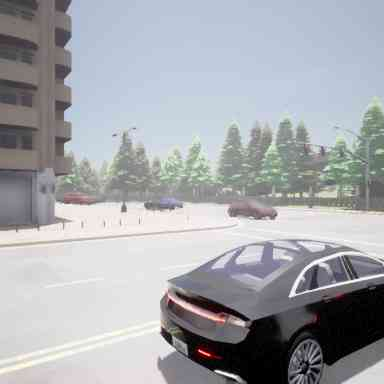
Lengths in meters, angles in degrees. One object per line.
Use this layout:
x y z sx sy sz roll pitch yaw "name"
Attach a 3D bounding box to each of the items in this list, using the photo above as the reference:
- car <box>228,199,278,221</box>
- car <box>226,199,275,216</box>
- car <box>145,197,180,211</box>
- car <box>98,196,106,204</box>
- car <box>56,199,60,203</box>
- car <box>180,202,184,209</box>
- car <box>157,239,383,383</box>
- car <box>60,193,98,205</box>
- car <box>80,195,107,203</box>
4.851 1.470 27.305 1.812 1.442 4.674 0 0 -35 "car"
5.580 1.450 32.387 1.837 1.490 4.892 0 0 -35 "car"
-3.786 1.545 39.692 1.895 1.301 4.718 0 0 -35 "car"
-18.338 1.422 59.482 5.008 1.535 1.882 0 0 29 "car"
-24.030 1.492 65.580 5.357 1.411 2.033 0 0 15 "car"
-2.923 1.470 44.456 1.812 1.442 4.674 0 0 -36 "car"
1.847 1.492 5.103 4.902 1.511 2.128 0 0 -35 "car"
-18.945 1.170 55.783 5.566 2.045 2.150 -1 0 30 "car"
-19.981 1.447 67.770 4.902 1.511 2.128 0 0 18 "car"
